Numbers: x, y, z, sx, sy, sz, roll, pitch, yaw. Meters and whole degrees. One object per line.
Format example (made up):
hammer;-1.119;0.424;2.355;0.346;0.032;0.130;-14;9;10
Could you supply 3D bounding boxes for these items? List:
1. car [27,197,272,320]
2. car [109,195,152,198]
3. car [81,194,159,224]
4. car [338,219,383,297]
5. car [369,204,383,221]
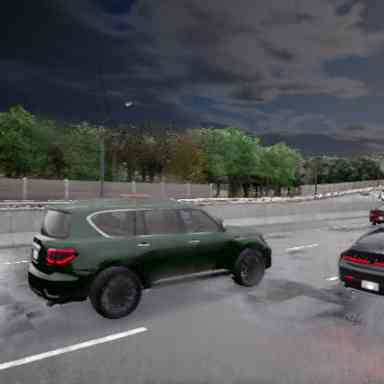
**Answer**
car;-0.649;1.223;7.578;5.566;2.045;2.150;0;0;-35
car;-1.297;1.222;11.412;5.566;2.045;2.150;0;0;-35
car;-5.510;1.223;25.835;5.566;2.045;2.150;0;0;-35
car;5.315;1.507;7.648;4.892;1.490;1.837;0;0;-35
car;13.749;1.477;22.071;5.008;1.535;1.882;0;0;-35
